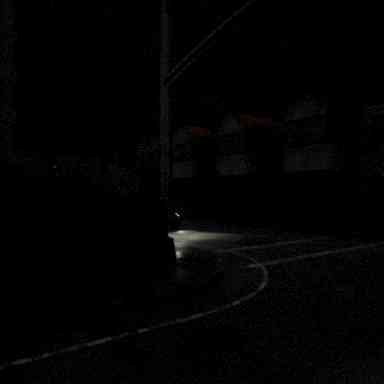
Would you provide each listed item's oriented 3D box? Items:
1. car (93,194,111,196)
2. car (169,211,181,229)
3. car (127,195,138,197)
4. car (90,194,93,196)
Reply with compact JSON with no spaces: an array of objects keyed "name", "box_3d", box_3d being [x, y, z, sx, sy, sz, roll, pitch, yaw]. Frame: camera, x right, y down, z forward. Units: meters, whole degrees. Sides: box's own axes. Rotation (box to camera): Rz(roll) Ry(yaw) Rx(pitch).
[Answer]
[{"name":"car","box_3d":[-19.776,1.457,75.237,3.806,1.475,1.970,1,0,-36]},{"name":"car","box_3d":[-2.624,1.430,21.290,2.097,1.767,4.553,1,0,-36]},{"name":"car","box_3d":[-11.927,1.578,76.455,4.514,1.523,2.007,1,0,-36]},{"name":"car","box_3d":[-23.833,1.375,80.220,5.027,1.636,2.152,1,0,-36]}]
